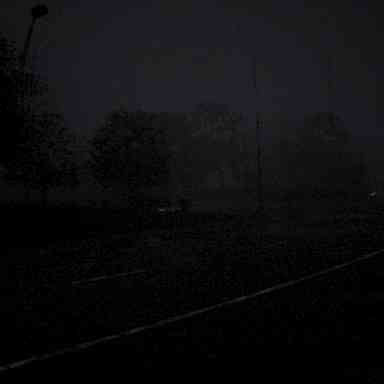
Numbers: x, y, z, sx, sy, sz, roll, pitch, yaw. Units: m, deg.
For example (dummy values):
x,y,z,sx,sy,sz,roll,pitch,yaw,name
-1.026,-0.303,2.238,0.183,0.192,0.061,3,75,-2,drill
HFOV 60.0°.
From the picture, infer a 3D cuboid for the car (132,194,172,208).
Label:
x,y,z,sx,sy,sz,roll,pitch,yaw,name
-4.501,0.938,37.330,5.008,1.535,1.882,1,3,36,car
